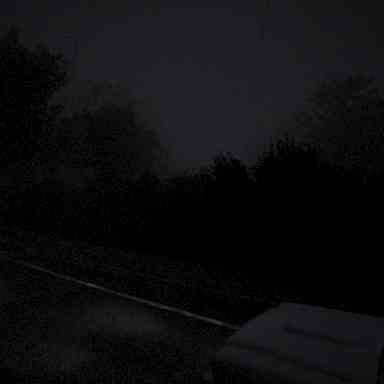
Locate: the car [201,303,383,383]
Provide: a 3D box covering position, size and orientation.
[{"bbox_3d":[2.415,1.610,2.343,4.718,1.301,1.895,0,0,36],"label":"car"}]
